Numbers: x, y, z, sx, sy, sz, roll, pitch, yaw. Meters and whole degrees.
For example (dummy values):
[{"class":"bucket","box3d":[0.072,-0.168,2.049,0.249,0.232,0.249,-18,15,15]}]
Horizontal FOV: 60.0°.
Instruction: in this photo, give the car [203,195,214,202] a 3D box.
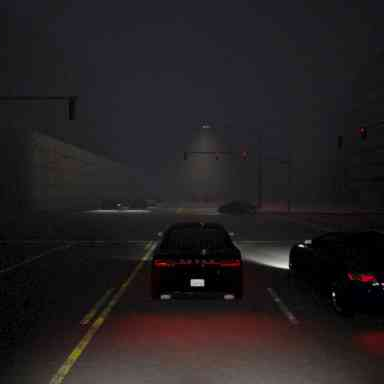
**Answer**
[{"class":"car","box3d":[3.819,1.515,73.025,1.812,1.442,4.674,0,0,0]}]

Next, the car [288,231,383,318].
[{"class":"car","box3d":[3.606,1.564,7.462,1.994,1.385,4.181,0,0,0]}]

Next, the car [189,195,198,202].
[{"class":"car","box3d":[0.319,1.515,73.040,1.812,1.442,4.674,0,0,0]}]

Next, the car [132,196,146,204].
[{"class":"car","box3d":[-10.262,1.564,64.602,1.994,1.385,4.181,0,0,1]}]

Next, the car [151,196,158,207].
[{"class":"car","box3d":[-6.853,1.526,52.034,1.812,1.442,4.674,0,0,0]}]

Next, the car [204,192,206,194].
[{"class":"car","box3d":[3.863,1.413,83.026,2.128,1.511,4.902,0,0,0]}]

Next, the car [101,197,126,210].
[{"class":"car","box3d":[-10.405,1.564,43.237,1.994,1.385,4.181,0,0,0]}]

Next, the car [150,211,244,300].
[{"class":"car","box3d":[0.106,1.478,8.443,1.882,1.535,5.008,0,0,0]}]

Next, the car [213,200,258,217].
[{"class":"car","box3d":[4.353,1.526,31.892,1.812,1.442,4.674,-1,1,-29]}]

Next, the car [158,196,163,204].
[{"class":"car","box3d":[-6.760,1.505,64.738,1.837,1.490,4.892,0,0,1]}]

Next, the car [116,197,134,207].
[{"class":"car","box3d":[-10.355,1.526,51.990,1.812,1.442,4.674,0,0,0]}]

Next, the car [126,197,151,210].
[{"class":"car","box3d":[-6.904,1.564,43.277,1.994,1.385,4.181,0,0,0]}]
